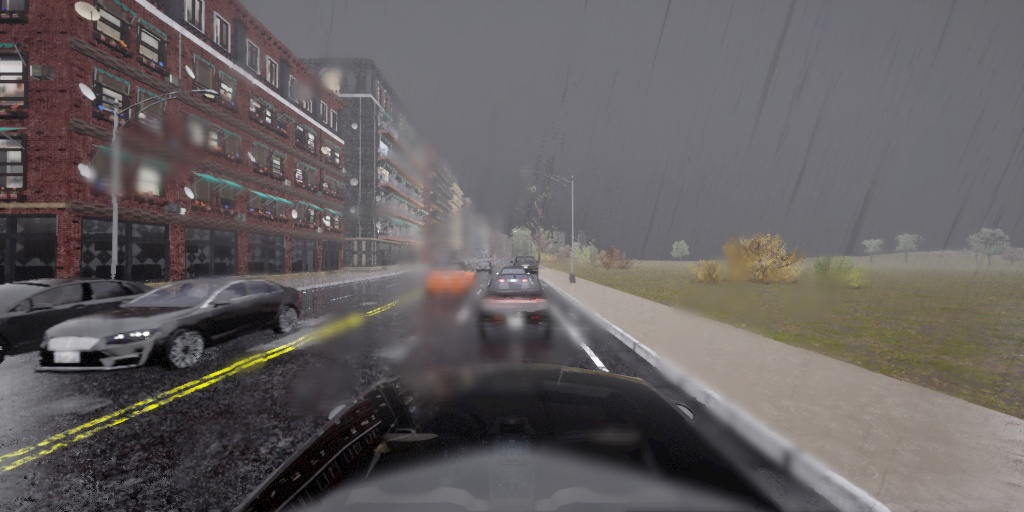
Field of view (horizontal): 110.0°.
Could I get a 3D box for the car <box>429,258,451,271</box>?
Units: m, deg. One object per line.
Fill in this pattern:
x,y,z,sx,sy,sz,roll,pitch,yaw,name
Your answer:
-9.953,1.105,49.834,2.097,1.767,4.553,0,0,0,car

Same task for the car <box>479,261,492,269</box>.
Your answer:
-3.230,1.301,42.356,2.033,1.411,5.357,0,0,0,car

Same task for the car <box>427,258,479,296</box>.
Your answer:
-3.190,1.106,19.644,2.097,1.767,4.553,0,0,0,car

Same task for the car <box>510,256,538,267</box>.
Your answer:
1.073,0.979,31.007,2.150,2.045,5.566,0,0,0,car

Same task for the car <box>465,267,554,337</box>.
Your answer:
0.082,1.243,10.354,2.128,1.511,4.902,0,0,0,car

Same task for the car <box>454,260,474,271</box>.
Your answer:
-6.707,1.301,50.433,2.033,1.411,5.357,0,0,0,car

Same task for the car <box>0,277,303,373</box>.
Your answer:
-6.613,1.242,7.779,2.128,1.511,4.902,0,0,0,car

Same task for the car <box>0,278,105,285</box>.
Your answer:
-9.863,1.256,7.501,1.837,1.490,4.892,0,0,0,car

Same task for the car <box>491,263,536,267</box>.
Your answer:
0.062,1.301,20.794,2.033,1.411,5.357,0,0,0,car
